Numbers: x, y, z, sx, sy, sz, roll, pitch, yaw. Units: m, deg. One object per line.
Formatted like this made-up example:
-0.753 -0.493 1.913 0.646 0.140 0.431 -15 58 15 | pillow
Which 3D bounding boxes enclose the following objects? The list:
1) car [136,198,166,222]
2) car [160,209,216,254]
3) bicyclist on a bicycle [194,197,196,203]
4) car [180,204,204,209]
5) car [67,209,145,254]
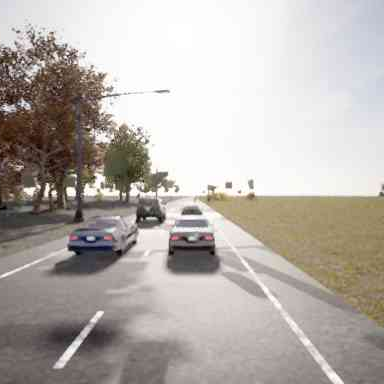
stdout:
-3.504 1.495 29.018 2.150 2.045 5.566 0 0 0 | car
-0.001 1.682 14.007 2.033 1.411 5.357 0 -1 0 | car
0.948 2.366 94.720 0.582 1.620 1.656 0 -1 0 | bicyclist on a bicycle
-0.001 1.790 29.310 1.837 1.490 4.892 0 0 0 | car
-3.501 1.682 14.005 2.033 1.411 5.357 0 -1 0 | car
